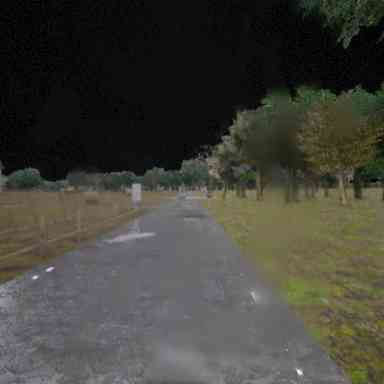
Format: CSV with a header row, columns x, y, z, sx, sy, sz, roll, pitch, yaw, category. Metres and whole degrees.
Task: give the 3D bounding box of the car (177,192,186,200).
x,y,z,sx,sy,sz,roll,pitch,yaw,category
-2.723,0.998,84.728,2.097,1.767,4.553,0,1,0,car
